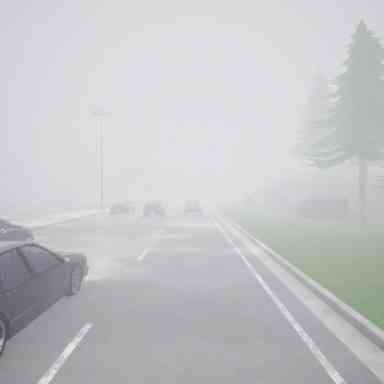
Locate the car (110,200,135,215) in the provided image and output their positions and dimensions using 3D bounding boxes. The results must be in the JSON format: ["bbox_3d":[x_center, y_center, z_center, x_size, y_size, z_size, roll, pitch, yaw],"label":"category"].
[{"bbox_3d":[-6.899,1.525,33.137,1.812,1.442,4.674,0,0,0],"label":"car"}]

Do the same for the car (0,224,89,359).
[{"bbox_3d":[-3.399,1.547,5.554,2.033,1.411,5.357,0,0,0],"label":"car"}]

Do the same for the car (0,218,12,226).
[{"bbox_3d":[-6.899,1.504,10.666,1.837,1.490,4.892,0,0,0],"label":"car"}]

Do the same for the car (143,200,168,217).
[{"bbox_3d":[-3.398,1.506,30.948,1.837,1.490,4.892,0,0,0],"label":"car"}]

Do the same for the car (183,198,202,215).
[{"bbox_3d":[0.097,1.547,34.437,2.033,1.411,5.357,0,0,0],"label":"car"}]

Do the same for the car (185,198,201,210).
[{"bbox_3d":[0.140,1.547,44.512,2.033,1.411,5.357,0,0,1],"label":"car"}]
